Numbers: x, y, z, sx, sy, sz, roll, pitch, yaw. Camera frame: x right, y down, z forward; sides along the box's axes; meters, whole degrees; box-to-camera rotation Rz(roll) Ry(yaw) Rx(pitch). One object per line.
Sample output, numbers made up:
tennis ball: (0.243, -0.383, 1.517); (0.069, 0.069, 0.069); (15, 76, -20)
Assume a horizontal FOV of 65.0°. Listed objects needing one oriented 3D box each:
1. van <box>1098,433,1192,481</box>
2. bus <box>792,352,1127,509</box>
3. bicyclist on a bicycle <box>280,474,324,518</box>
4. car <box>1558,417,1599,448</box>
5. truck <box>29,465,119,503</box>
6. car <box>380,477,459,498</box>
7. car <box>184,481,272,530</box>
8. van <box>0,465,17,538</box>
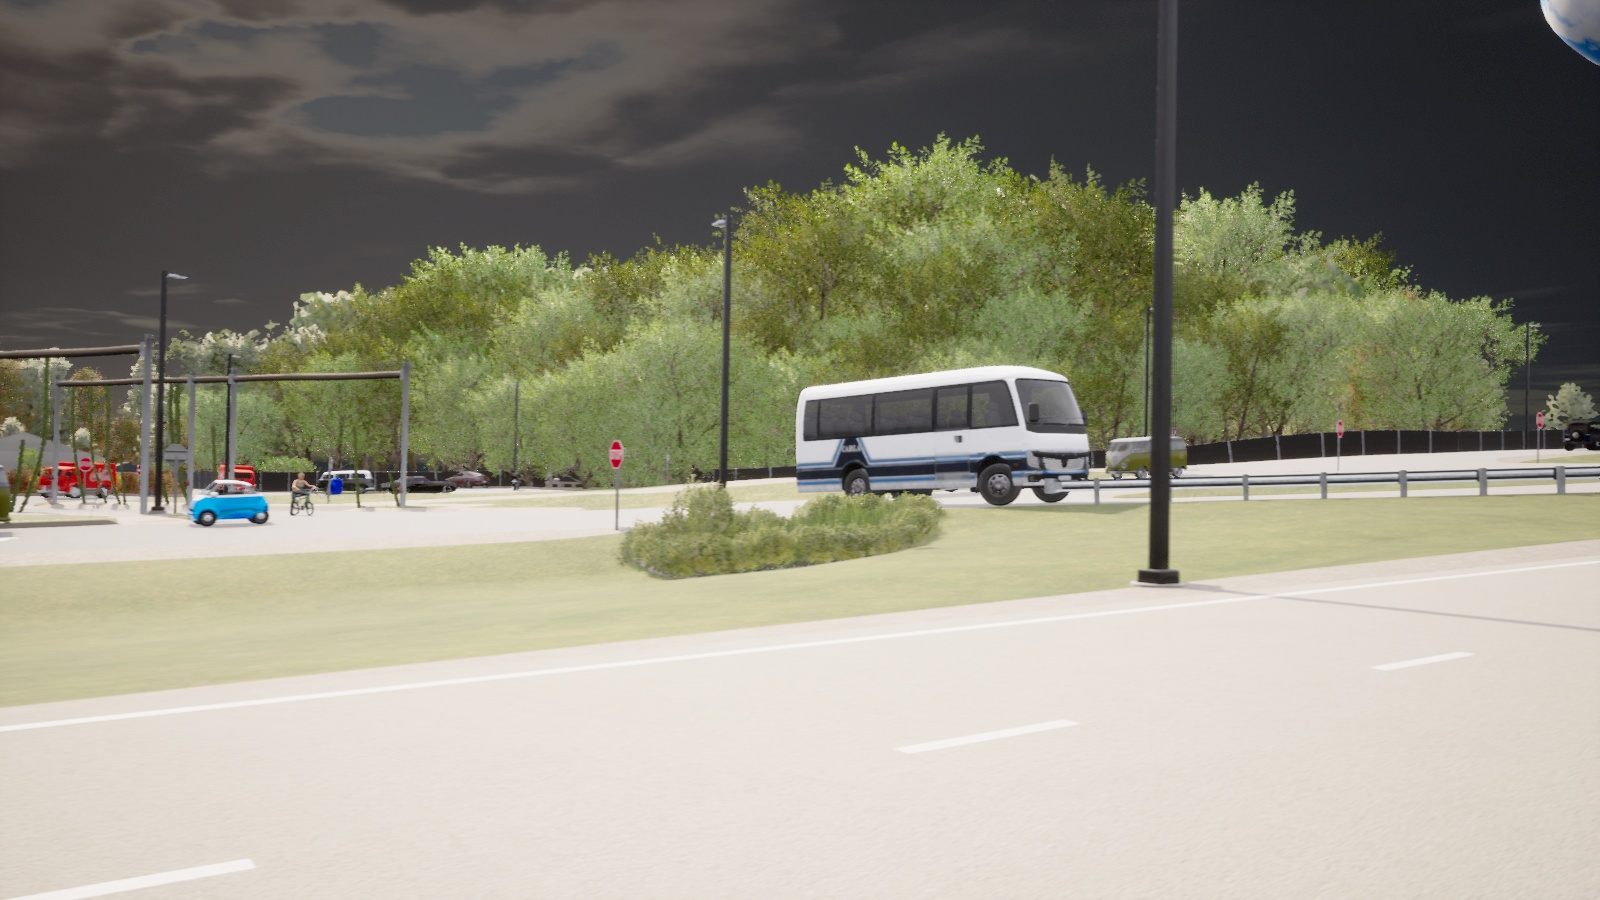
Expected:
van: (16.471, 0.304, 59.833); (4.442, 1.987, 1.775); (-4, 2, -34)
bus: (4.787, -0.380, 40.176); (3.944, 4.253, 10.273); (0, -3, -44)
bicyclist on a bicycle: (-18.583, 1.730, 46.850); (1.509, 1.612, 0.866); (-2, -2, 36)
car: (49.400, -1.117, 78.362); (3.866, 1.878, 1.905); (-1, 1, -28)
truck: (-49.557, 2.282, 85.851); (2.627, 2.467, 5.204); (2, 0, 7)
car: (-25.570, 2.517, 84.451); (4.718, 1.301, 1.895); (0, -1, -39)
car: (-17.446, 1.666, 38.288); (2.207, 1.376, 1.481); (0, 0, -34)
van: (-23.769, 1.424, 33.833); (4.442, 1.987, 1.775); (-1, 0, -36)
